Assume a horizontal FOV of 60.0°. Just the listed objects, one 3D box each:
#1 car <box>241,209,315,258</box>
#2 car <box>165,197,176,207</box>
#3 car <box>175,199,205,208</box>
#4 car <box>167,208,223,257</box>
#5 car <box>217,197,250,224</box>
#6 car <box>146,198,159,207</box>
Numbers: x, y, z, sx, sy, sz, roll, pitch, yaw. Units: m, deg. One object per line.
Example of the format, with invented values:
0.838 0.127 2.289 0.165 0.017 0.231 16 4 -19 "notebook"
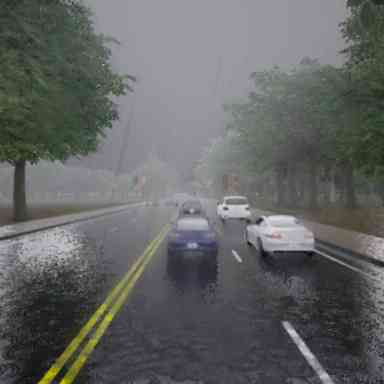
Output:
3.289 1.597 13.014 1.812 1.442 4.674 0 0 0 "car"
-3.489 1.658 57.066 2.097 1.767 4.553 0 0 0 "car"
0.001 1.500 27.477 2.097 1.767 4.553 0 0 0 "car"
0.040 1.597 13.208 1.812 1.442 4.674 0 0 0 "car"
3.241 1.366 26.447 2.150 2.045 5.566 0 0 0 "car"
-6.740 1.797 56.927 2.128 1.511 4.902 0 0 0 "car"
